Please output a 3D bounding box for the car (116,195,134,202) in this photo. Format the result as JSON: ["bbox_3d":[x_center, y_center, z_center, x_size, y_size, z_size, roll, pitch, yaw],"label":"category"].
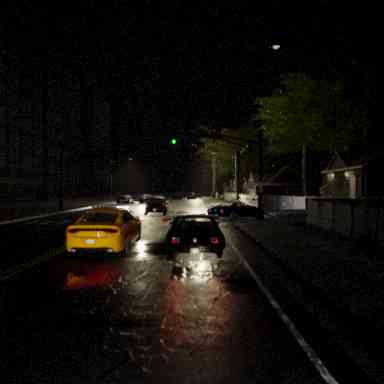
[{"bbox_3d":[-9.847,1.145,48.984,2.128,1.511,4.902,0,0,0],"label":"car"}]

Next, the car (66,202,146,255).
[{"bbox_3d":[-3.157,1.377,12.803,1.882,1.535,5.008,0,0,0],"label":"car"}]

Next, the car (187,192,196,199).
[{"bbox_3d":[-0.028,0.822,82.092,2.128,1.511,4.902,0,0,0],"label":"car"}]

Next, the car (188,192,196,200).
[{"bbox_3d":[-0.024,1.051,71.674,2.033,1.411,5.357,0,0,0],"label":"car"}]

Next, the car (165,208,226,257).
[{"bbox_3d":[0.097,1.502,12.464,1.895,1.301,4.718,0,0,0],"label":"car"}]

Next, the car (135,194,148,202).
[{"bbox_3d":[-6.598,1.144,48.984,2.128,1.511,4.902,0,0,0],"label":"car"}]

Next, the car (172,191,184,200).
[{"bbox_3d":[-3.274,1.034,72.088,1.812,1.442,4.674,0,0,0],"label":"car"}]

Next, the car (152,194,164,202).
[{"bbox_3d":[-6.545,1.163,64.101,1.895,1.301,4.718,0,0,1],"label":"car"}]

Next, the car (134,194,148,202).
[{"bbox_3d":[-9.800,1.125,64.189,1.994,1.385,4.181,0,0,1],"label":"car"}]

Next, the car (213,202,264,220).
[{"bbox_3d":[3.513,1.409,25.831,4.718,1.301,1.895,0,0,-40],"label":"car"}]

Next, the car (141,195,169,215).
[{"bbox_3d":[-3.160,1.299,30.318,1.812,1.442,4.674,0,0,0],"label":"car"}]
